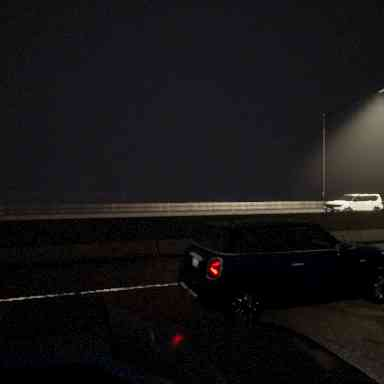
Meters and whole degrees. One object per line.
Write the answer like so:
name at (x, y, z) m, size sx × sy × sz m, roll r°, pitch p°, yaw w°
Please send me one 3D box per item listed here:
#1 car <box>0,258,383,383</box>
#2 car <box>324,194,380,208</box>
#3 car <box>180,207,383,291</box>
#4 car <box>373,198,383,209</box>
car at (-1.094, 1.548, 2.221) m, size 5.357 × 1.411 × 2.033 m, roll 0°, pitch 0°, yaw -19°
car at (14.651, 1.197, 30.144) m, size 5.566 × 2.045 × 2.150 m, roll 0°, pitch 0°, yaw -19°
car at (2.056, 1.349, 7.022) m, size 4.553 × 1.767 × 2.097 m, roll 0°, pitch 0°, yaw -19°
car at (17.857, 1.478, 27.553) m, size 4.892 × 1.490 × 1.837 m, roll 0°, pitch 0°, yaw -19°
